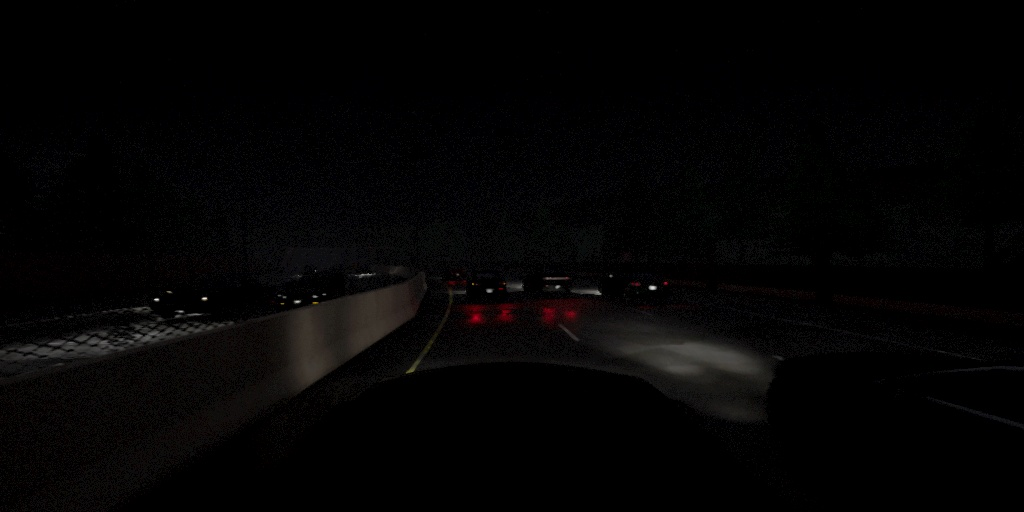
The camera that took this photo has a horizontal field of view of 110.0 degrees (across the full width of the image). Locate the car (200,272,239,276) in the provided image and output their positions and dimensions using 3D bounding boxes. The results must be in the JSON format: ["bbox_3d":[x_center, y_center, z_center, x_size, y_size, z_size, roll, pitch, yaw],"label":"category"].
[{"bbox_3d":[-15.926,1.607,19.487,2.033,1.411,5.357,-1,0,-12],"label":"car"}]

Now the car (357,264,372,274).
[{"bbox_3d":[-22.096,1.916,53.462,2.033,1.411,5.357,0,0,-29],"label":"car"}]

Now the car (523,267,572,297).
[{"bbox_3d":[1.861,1.347,20.105,2.128,1.511,4.902,-1,0,-10],"label":"car"}]

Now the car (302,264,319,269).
[{"bbox_3d":[-29.741,1.989,52.778,1.837,1.490,4.892,0,1,-29],"label":"car"}]

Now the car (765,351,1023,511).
[{"bbox_3d":[3.481,1.200,1.668,2.128,1.511,4.902,-1,0,0],"label":"car"}]

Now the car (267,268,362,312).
[{"bbox_3d":[-8.202,1.447,15.481,1.837,1.490,4.892,0,0,-9],"label":"car"}]

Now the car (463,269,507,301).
[{"bbox_3d":[-1.368,1.408,18.405,1.812,1.442,4.674,-1,0,-9],"label":"car"}]

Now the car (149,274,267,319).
[{"bbox_3d":[-11.523,1.573,14.273,1.895,1.301,4.718,-1,0,-8],"label":"car"}]

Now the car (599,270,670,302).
[{"bbox_3d":[5.794,1.355,17.444,1.994,1.385,4.181,-1,0,-8],"label":"car"}]

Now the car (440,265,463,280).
[{"bbox_3d":[-5.885,1.582,35.894,1.812,1.442,4.674,0,0,-20],"label":"car"}]

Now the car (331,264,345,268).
[{"bbox_3d":[-25.753,1.955,52.812,2.033,1.411,5.357,0,0,-29],"label":"car"}]
